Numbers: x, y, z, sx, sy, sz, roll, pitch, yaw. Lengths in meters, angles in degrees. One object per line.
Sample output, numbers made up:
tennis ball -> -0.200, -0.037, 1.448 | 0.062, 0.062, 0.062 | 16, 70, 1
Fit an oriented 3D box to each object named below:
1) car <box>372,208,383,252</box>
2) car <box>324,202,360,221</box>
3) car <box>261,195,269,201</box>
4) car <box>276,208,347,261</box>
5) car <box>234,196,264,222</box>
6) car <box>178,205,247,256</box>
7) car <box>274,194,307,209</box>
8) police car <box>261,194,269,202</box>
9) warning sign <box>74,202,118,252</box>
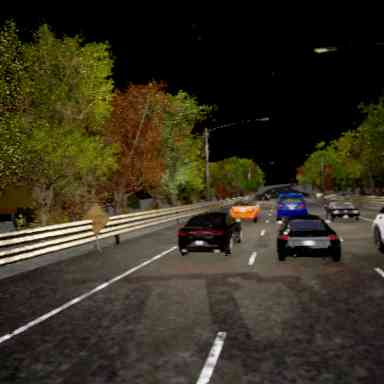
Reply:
car -> 7.051, 1.036, 9.727 | 2.150, 2.045, 5.566 | -2, 0, 15
car -> 11.011, 1.395, 24.740 | 1.895, 1.301, 4.718 | -2, -1, 15
car -> 19.798, 1.548, 90.113 | 1.837, 1.490, 4.892 | -2, -1, 15
car -> 4.079, 1.515, 12.064 | 1.994, 1.385, 4.181 | -2, 0, 15
car -> 4.364, 1.426, 26.985 | 2.097, 1.767, 4.553 | -2, -1, 15
car -> 0.889, 1.567, 13.678 | 1.882, 1.535, 5.008 | -2, 0, 15
car -> 7.474, 1.159, 25.128 | 2.150, 2.045, 5.566 | -2, 0, 15
police car -> 17.285, 1.479, 80.545 | 1.930, 1.638, 5.238 | -2, -1, 15
warning sign -> -3.888, 1.391, 13.561 | 1.300, 1.860, 1.060 | -1, 1, 15
